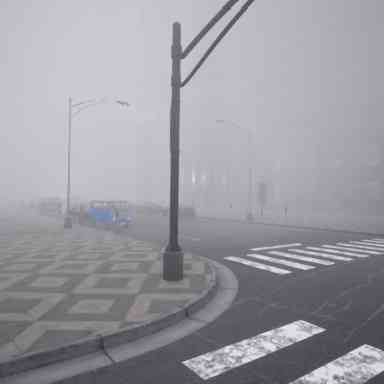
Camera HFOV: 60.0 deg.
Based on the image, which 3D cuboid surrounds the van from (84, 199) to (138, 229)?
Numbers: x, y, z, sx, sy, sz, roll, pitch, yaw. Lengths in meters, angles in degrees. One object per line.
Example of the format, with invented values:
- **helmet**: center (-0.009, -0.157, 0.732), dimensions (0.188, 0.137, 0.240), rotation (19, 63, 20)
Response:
- **van**: center (-5.256, 1.336, 21.243), dimensions (1.690, 1.788, 3.998), rotation (1, -1, -35)

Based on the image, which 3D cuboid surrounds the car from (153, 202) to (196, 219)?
- **car**: center (-1.450, 1.710, 30.675), dimensions (1.887, 1.381, 4.507), rotation (1, -1, -35)

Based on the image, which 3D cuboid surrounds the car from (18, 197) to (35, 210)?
- **car**: center (-21.198, 1.681, 43.803), dimensions (1.802, 1.307, 4.206), rotation (1, -1, -35)

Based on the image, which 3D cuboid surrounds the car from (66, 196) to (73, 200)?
- **car**: center (-20.587, 1.607, 57.747), dimensions (2.192, 1.841, 5.009), rotation (1, -1, -35)

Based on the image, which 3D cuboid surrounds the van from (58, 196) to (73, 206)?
- **van**: center (-23.776, 1.655, 62.258), dimensions (1.690, 1.788, 3.998), rotation (1, -1, -35)

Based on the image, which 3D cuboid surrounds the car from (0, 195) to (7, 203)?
- **car**: center (-43.509, 1.564, 75.393), dimensions (2.192, 1.841, 5.009), rotation (1, -1, -35)

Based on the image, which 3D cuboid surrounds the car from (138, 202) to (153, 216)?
- **car**: center (-4.640, 1.731, 35.186), dimensions (1.887, 1.381, 4.507), rotation (1, -1, -35)

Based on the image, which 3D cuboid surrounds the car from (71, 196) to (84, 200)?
- **car**: center (-17.399, 1.816, 53.233), dimensions (1.887, 1.381, 4.507), rotation (1, -1, -35)

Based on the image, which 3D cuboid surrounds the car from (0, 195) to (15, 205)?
- **car**: center (-37.038, 1.731, 66.227), dimensions (1.752, 1.417, 4.829), rotation (1, -1, -35)

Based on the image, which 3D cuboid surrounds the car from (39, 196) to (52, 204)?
- **car**: center (-33.347, 1.818, 75.793), dimensions (1.967, 1.590, 4.097), rotation (1, -1, -35)

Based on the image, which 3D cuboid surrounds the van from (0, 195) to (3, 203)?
- **van**: center (-46.698, 1.613, 79.905), dimensions (1.690, 1.788, 3.998), rotation (1, -1, -35)

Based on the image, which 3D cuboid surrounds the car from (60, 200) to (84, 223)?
- **car**: center (-8.446, 1.559, 25.754), dimensions (1.887, 1.381, 4.507), rotation (1, -1, -35)

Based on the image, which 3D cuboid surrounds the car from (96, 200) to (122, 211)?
- **car**: center (-11.117, 1.754, 44.348), dimensions (1.752, 1.417, 4.829), rotation (1, -1, -35)

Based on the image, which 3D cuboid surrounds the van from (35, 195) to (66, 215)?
- **van**: center (-14.820, 1.397, 34.780), dimensions (1.690, 1.788, 3.998), rotation (1, -1, -35)

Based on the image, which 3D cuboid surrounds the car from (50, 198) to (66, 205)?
- **car**: center (-26.968, 1.886, 66.768), dimensions (2.008, 1.369, 4.403), rotation (1, -1, -35)

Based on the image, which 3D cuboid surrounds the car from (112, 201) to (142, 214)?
- **car**: center (-7.830, 1.752, 39.698), dimensions (1.887, 1.381, 4.507), rotation (1, -1, -35)

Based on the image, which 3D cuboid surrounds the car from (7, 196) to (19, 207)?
- **car**: center (-27.573, 1.692, 52.828), dimensions (2.008, 1.369, 4.403), rotation (1, -1, -35)

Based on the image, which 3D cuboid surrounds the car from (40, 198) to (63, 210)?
- **car**: center (-19.708, 1.658, 46.505), dimensions (1.837, 1.490, 4.892), rotation (1, -1, -35)

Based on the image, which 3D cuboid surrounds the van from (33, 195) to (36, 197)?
- **van**: center (-36.535, 1.741, 80.305), dimensions (1.690, 1.788, 3.998), rotation (1, -1, -35)
